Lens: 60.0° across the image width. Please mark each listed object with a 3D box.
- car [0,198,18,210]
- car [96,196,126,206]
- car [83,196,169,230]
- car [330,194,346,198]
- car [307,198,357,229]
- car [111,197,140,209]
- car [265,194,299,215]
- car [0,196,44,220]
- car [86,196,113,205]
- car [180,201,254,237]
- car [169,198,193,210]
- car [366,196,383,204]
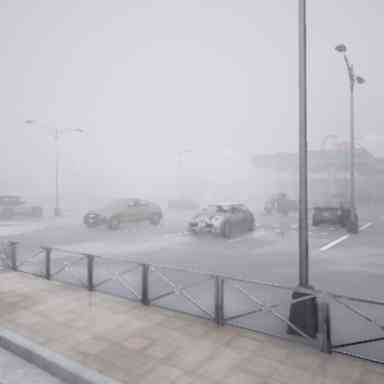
[{"bbox_3d":[-25.266,1.620,43.766,1.970,1.475,3.806,0,0,35],"label":"car"},{"bbox_3d":[-14.309,1.562,58.878,2.152,1.636,5.027,0,0,35],"label":"car"},{"bbox_3d":[-3.930,1.236,19.773,2.152,1.636,5.027,0,0,35],"label":"car"},{"bbox_3d":[15.963,1.123,36.602,1.905,1.878,3.866,0,0,35],"label":"car"},{"bbox_3d":[8.558,1.329,19.923,2.007,1.523,4.514,0,0,35],"label":"car"},{"bbox_3d":[-9.120,1.494,45.752,1.845,1.501,3.633,0,0,35],"label":"car"},{"bbox_3d":[8.719,1.161,32.104,1.932,1.855,4.605,0,0,35],"label":"car"},{"bbox_3d":[-14.347,1.222,27.202,1.905,1.878,3.866,0,0,35],"label":"car"},{"bbox_3d":[-16.893,1.586,60.657,2.007,1.523,4.514,0,0,35],"label":"car"},{"bbox_3d":[1.483,1.283,16.311,1.970,1.475,3.806,0,0,35],"label":"car"},{"bbox_3d":[-1.009,1.423,39.916,2.007,1.523,4.514,0,0,35],"label":"car"},{"bbox_3d":[36.151,1.517,63.965,4.611,1.667,2.242,0,0,35],"label":"car"}]
